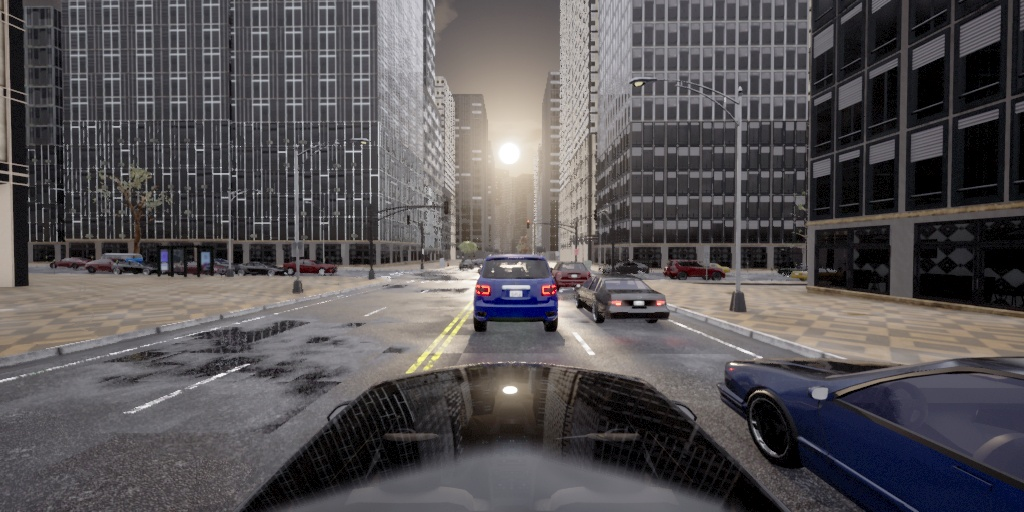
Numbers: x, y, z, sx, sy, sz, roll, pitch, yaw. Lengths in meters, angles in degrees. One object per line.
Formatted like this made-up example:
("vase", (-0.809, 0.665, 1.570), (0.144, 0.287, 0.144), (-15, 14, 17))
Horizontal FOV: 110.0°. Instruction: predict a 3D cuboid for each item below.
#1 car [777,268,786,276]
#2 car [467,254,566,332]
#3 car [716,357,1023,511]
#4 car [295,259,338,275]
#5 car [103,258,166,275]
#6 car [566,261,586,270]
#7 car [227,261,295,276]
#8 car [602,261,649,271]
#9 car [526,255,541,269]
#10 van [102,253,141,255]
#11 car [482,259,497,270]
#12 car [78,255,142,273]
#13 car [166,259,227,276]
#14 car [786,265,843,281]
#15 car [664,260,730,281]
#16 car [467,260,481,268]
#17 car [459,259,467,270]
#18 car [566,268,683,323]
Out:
("car", (30.646, 1.586, 37.580), (4.718, 1.301, 1.895), (1, 1, 1))
("car", (0.097, 0.967, 10.990), (2.150, 2.045, 5.566), (0, 0, 0))
("car", (3.350, 1.297, 1.813), (2.033, 1.411, 5.357), (0, 0, 1))
("car", (-19.767, 1.066, 35.228), (5.008, 1.535, 1.882), (1, 1, 0))
("car", (-34.097, 1.067, 32.887), (4.313, 1.339, 1.948), (0, 0, 1))
("car", (3.348, 1.091, 21.400), (2.097, 1.767, 4.553), (0, 0, 0))
("car", (-22.733, 1.172, 32.580), (4.313, 1.339, 1.948), (0, 0, 1))
("car", (11.897, 1.325, 37.901), (4.892, 1.490, 1.837), (0, 1, 1))
("car", (3.265, 0.931, 55.743), (2.150, 2.045, 5.566), (0, 0, 1))
("van", (-45.288, 0.602, 41.547), (3.998, 1.789, 1.690), (0, 0, 1))
("car", (-3.337, 1.189, 53.348), (1.882, 1.535, 5.008), (0, 0, 0))
("car", (-39.541, 0.935, 35.635), (4.674, 1.442, 1.812), (1, 1, 1))
("car", (-28.417, 1.136, 32.713), (4.207, 1.307, 1.802), (0, 0, 1))
("car", (27.641, 1.577, 31.855), (4.829, 1.417, 1.751), (0, 0, 1))
("car", (16.192, 1.267, 32.052), (5.009, 1.841, 2.192), (0, 0, 1))
("car", (-6.571, 1.301, 62.760), (1.895, 1.301, 4.718), (0, 0, 0))
("car", (-6.602, 1.217, 52.457), (1.837, 1.490, 4.892), (0, 0, -1))
("car", (3.350, 1.292, 11.993), (2.033, 1.411, 5.357), (0, 0, 0))
